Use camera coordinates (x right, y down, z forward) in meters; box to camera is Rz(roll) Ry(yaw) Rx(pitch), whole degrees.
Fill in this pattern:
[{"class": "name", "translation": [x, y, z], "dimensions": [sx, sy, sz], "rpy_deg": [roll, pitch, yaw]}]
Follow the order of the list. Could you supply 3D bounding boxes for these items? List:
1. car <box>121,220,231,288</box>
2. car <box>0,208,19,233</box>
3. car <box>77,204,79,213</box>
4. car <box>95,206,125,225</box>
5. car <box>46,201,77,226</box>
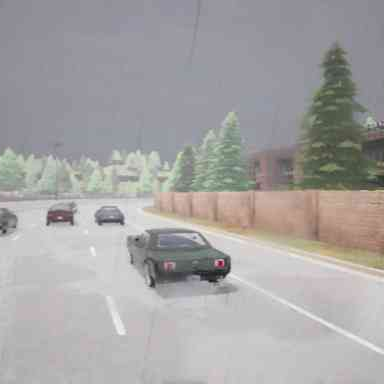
[{"class": "car", "translation": [-0.688, 1.704, 9.690], "dimensions": [1.895, 1.301, 4.718], "rpy_deg": [1, -1, -20]}, {"class": "car", "translation": [-11.740, 1.649, 19.883], "dimensions": [2.033, 1.411, 5.357], "rpy_deg": [1, -1, -19]}, {"class": "car", "translation": [-14.600, 1.785, 39.480], "dimensions": [2.128, 1.511, 4.902], "rpy_deg": [1, -1, -15]}, {"class": "car", "translation": [-6.492, 1.791, 26.023], "dimensions": [1.994, 1.385, 4.181], "rpy_deg": [1, -1, -20]}, {"class": "car", "translation": [-10.028, 1.661, 25.521], "dimensions": [1.882, 1.535, 5.008], "rpy_deg": [1, 0, -20]}]
